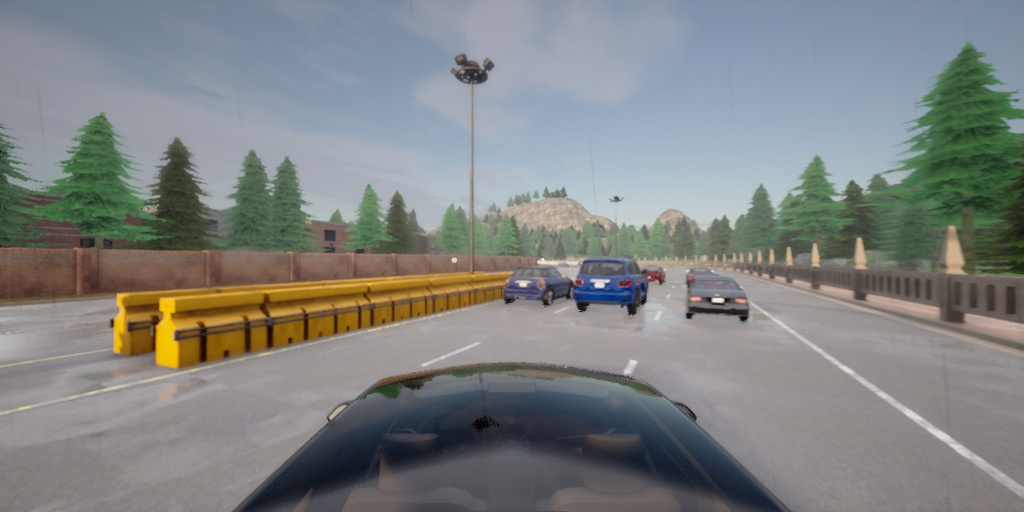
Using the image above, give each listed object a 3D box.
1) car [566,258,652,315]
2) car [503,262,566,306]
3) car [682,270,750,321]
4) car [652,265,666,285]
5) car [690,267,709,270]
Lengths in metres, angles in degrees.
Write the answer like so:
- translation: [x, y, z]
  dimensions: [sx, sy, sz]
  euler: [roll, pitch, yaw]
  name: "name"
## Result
- translation: [4.176, 1.095, 14.632]
  dimensions: [2.150, 2.045, 5.566]
  euler: [0, 0, 26]
  name: "car"
- translation: [1.415, 1.244, 16.930]
  dimensions: [2.097, 1.767, 4.553]
  euler: [0, -1, 26]
  name: "car"
- translation: [7.302, 1.400, 13.054]
  dimensions: [2.033, 1.411, 5.357]
  euler: [0, -1, 26]
  name: "car"
- translation: [11.530, 1.483, 29.577]
  dimensions: [1.882, 1.535, 5.008]
  euler: [0, 0, 27]
  name: "car"
- translation: [14.312, 1.547, 27.309]
  dimensions: [1.994, 1.385, 4.181]
  euler: [0, -1, 26]
  name: "car"
